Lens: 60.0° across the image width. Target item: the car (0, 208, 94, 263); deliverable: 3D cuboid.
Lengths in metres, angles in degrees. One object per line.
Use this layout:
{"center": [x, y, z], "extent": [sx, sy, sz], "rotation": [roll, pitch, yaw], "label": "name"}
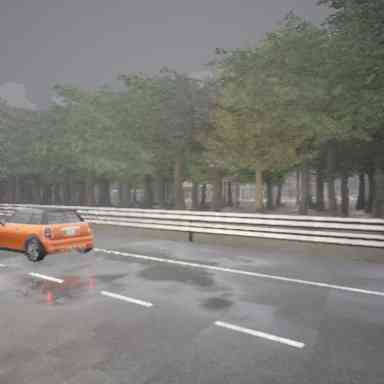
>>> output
{"center": [-5.743, 1.355, 12.278], "extent": [4.553, 1.767, 2.097], "rotation": [0, 0, 36], "label": "car"}
